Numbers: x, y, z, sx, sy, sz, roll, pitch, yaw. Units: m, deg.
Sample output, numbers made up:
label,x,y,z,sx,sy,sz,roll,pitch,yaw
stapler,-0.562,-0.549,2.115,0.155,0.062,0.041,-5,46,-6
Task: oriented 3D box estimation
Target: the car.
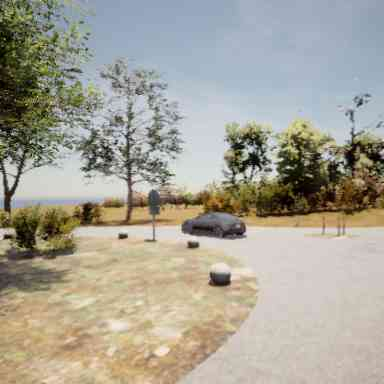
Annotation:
label,x,y,z,sx,sy,sz,roll,pitch,yaw
car,1.254,1.939,20.276,1.994,1.385,4.181,1,-2,-42
